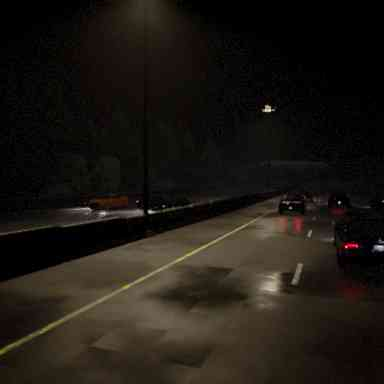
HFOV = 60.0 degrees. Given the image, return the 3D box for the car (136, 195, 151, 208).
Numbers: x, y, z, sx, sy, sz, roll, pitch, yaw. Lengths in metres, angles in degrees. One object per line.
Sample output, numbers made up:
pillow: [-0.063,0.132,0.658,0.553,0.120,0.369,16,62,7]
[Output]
car: [-3.940,0.948,34.482,1.895,1.301,4.718,0,2,22]

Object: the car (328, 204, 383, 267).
car: [5.389,1.316,10.206,2.033,1.411,5.357,0,1,22]

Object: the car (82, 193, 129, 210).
car: [-8.239,0.919,33.171,1.882,1.535,5.008,0,2,22]

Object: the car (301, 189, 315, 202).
car: [13.736,0.426,40.436,1.837,1.490,4.892,0,2,22]

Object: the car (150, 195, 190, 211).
car: [-1.708,0.977,30.646,1.994,1.385,4.181,0,2,22]

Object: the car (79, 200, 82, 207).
car: [-10.533,0.944,36.843,1.994,1.385,4.181,0,2,22]

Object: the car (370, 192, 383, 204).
car: [16.175,0.760,27.740,1.812,1.442,4.674,0,2,22]

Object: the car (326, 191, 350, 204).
car: [14.414,0.634,32.720,1.837,1.490,4.892,0,2,22]

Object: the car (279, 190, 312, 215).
car: [8.001,0.881,26.129,2.128,1.511,4.902,0,1,22]
